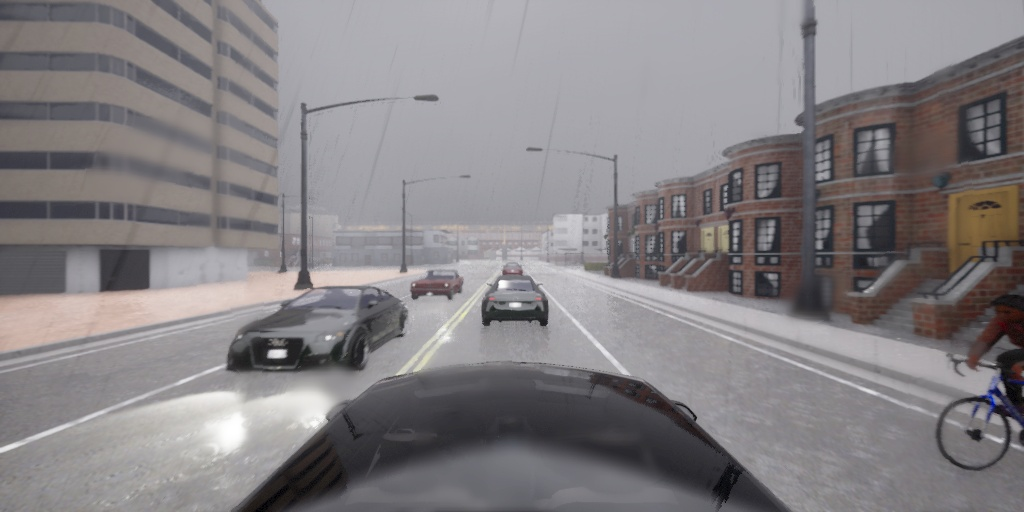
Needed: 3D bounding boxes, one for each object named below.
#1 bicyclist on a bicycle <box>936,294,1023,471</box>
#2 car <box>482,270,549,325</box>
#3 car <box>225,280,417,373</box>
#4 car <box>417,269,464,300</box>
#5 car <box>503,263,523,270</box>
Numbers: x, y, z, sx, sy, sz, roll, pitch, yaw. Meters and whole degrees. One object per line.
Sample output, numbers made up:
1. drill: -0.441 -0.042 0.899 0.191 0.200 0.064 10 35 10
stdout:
1. bicyclist on a bicycle: 4.725 1.176 3.294 1.656 1.620 0.582 0 0 0
2. car: 0.090 1.319 11.862 1.994 1.385 4.181 0 0 0
3. car: -3.605 1.318 7.498 1.994 1.385 4.181 0 0 0
4. car: -3.606 1.360 17.948 1.895 1.301 4.718 0 0 0
5. car: 0.072 1.330 34.519 1.994 1.385 4.181 0 0 0
